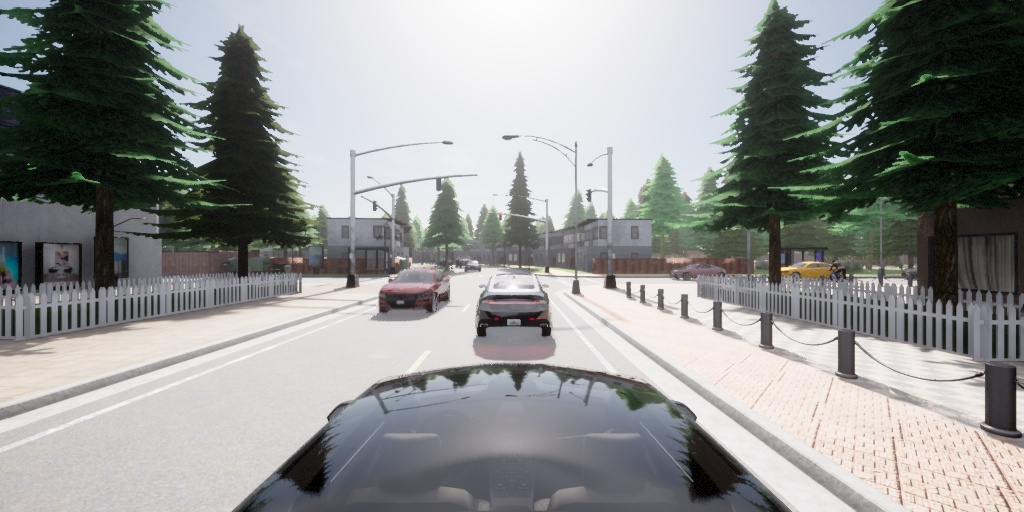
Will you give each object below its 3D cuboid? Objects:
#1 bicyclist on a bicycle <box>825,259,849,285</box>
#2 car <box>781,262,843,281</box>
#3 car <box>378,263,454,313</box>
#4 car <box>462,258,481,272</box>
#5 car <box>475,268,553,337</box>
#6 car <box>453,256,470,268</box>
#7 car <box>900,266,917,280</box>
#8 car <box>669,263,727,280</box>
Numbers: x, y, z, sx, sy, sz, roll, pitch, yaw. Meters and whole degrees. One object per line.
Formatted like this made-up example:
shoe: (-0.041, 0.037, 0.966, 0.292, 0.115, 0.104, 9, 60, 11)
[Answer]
bicyclist on a bicycle: (19.886, 1.035, 21.978, 0.582, 1.620, 1.656, 0, 0, 2)
car: (24.175, 1.212, 29.341, 5.008, 1.535, 1.882, 0, 0, 2)
car: (-3.632, 1.227, 14.122, 1.882, 1.535, 5.008, 0, 0, 0)
car: (-4.944, 1.279, 45.409, 1.994, 1.385, 4.181, 0, 0, -7)
car: (0.056, 1.242, 10.291, 2.128, 1.511, 4.902, 0, 0, 0)
car: (-7.858, 0.938, 59.098, 2.150, 2.045, 5.566, 0, 0, -19)
car: (34.546, 1.239, 29.020, 4.892, 1.490, 1.837, 0, 0, 2)
car: (15.295, 1.299, 29.595, 4.181, 1.385, 1.994, 0, 0, 2)
